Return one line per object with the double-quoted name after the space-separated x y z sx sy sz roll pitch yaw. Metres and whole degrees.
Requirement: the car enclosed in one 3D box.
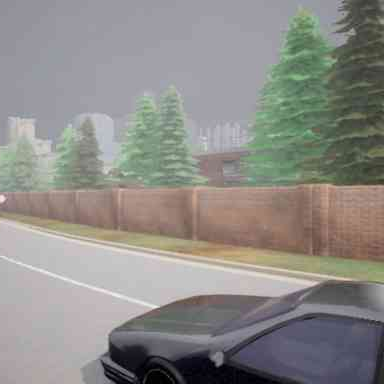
1.580 1.571 2.852 5.357 1.411 2.033 0 -1 36 "car"
